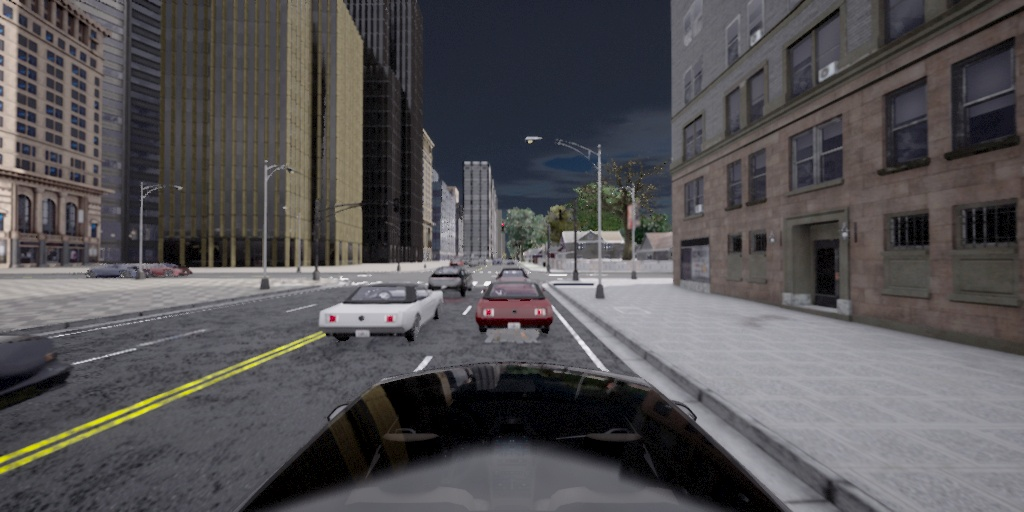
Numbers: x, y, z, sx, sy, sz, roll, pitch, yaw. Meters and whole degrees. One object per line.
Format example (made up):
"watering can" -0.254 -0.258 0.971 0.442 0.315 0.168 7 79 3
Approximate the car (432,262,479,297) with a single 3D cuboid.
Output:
"car" -3.204 1.273 19.255 2.128 1.511 4.902 0 0 0

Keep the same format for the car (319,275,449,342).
"car" -3.179 1.366 9.844 1.895 1.301 4.718 0 0 0

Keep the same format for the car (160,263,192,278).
"car" -33.157 1.357 34.109 4.181 1.385 1.994 0 -1 -5

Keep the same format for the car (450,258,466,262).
"car" -9.984 1.210 64.419 2.097 1.767 4.553 0 0 0

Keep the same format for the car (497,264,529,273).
"car" 0.043 1.346 19.479 1.994 1.385 4.181 0 0 0

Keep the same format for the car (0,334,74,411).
"car" -6.599 1.298 2.157 2.033 1.411 5.357 0 0 0

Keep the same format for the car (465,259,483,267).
"car" -6.733 1.362 64.386 1.837 1.490 4.892 0 0 0

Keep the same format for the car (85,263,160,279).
"car" -33.585 1.318 30.812 4.181 1.385 1.994 0 -1 -5

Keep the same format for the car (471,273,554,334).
"car" 0.054 1.367 10.681 1.895 1.301 4.718 0 0 0
